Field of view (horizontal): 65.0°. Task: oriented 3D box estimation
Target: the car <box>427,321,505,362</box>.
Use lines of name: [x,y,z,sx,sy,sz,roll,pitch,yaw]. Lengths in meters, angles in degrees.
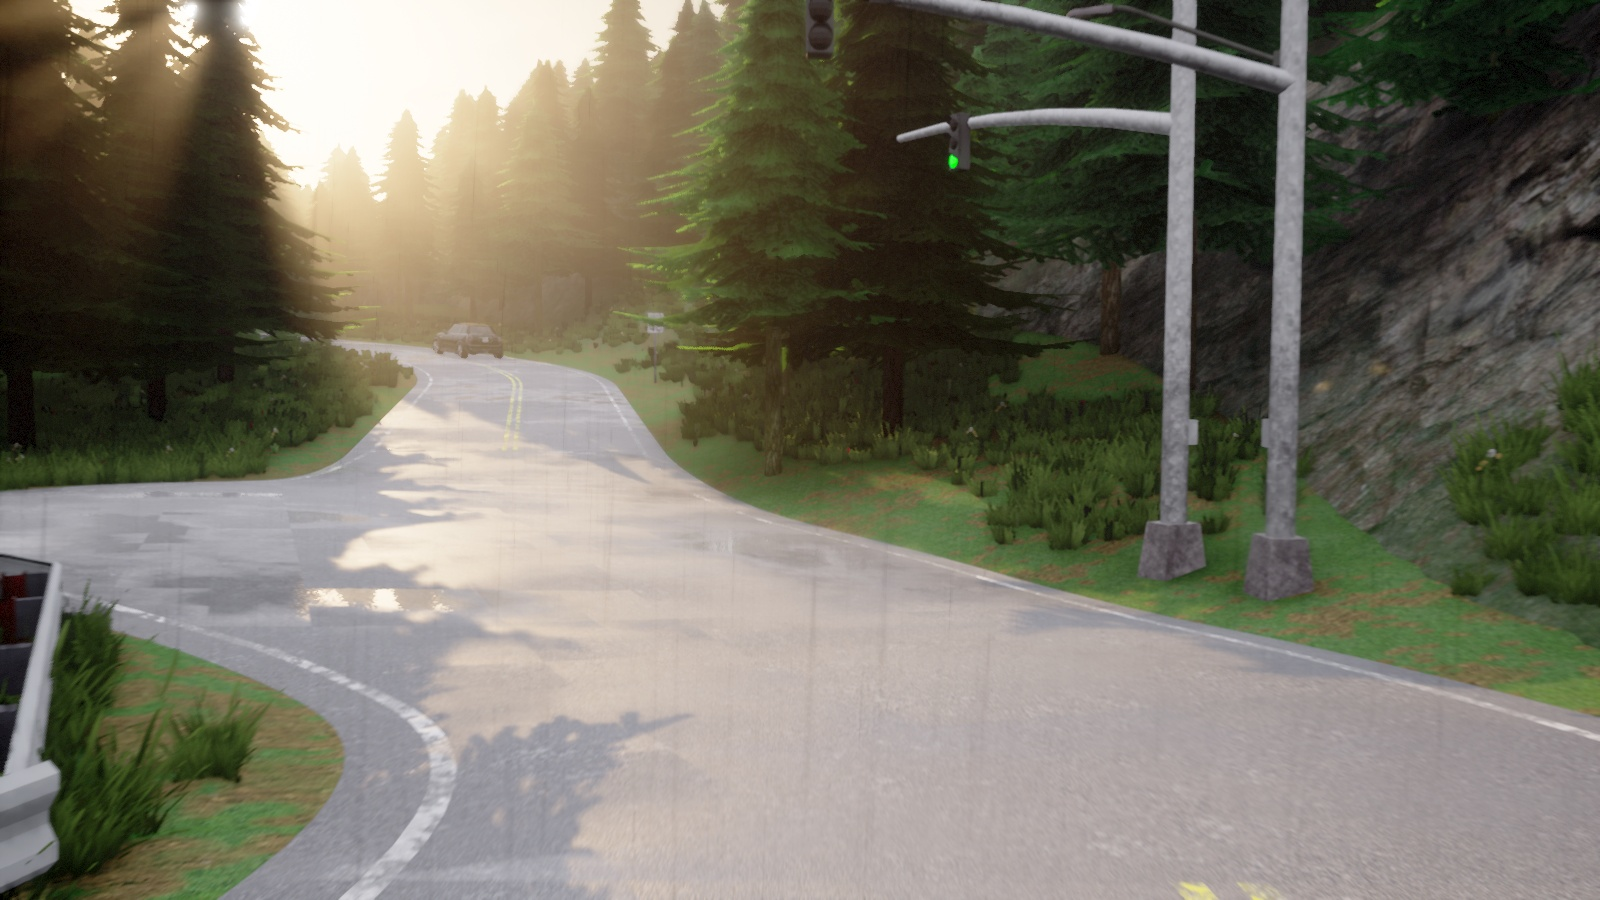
car: [-16.610,-5.406,62.332,2.097,1.767,4.553,-3,9,-38]
